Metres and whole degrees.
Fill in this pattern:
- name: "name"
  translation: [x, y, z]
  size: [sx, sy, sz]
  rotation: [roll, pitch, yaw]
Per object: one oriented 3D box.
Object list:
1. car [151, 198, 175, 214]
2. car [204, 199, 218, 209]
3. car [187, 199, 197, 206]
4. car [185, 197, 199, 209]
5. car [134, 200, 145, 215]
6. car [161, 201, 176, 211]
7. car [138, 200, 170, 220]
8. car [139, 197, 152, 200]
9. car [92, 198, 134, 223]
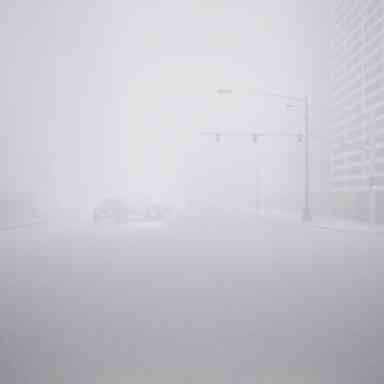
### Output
- name: "car"
  translation: [-3.604, 1.828, 41.790]
  size: [2.097, 1.767, 4.553]
  rotation: [0, -1, 0]
- name: "car"
  translation: [3.585, 2.205, 59.773]
  size: [1.812, 1.442, 4.674]
  rotation: [0, -1, 0]
- name: "car"
  translation: [-0.013, 2.172, 69.532]
  size: [1.994, 1.385, 4.181]
  rotation: [0, -1, 0]
- name: "car"
  translation: [-0.011, 1.891, 58.863]
  size: [2.150, 2.045, 5.566]
  rotation: [0, -1, 0]
- name: "car"
  translation: [-7.108, 2.002, 39.907]
  size: [2.033, 1.411, 5.357]
  rotation: [0, -1, 0]
- name: "car"
  translation: [-3.597, 2.151, 51.600]
  size: [1.994, 1.385, 4.181]
  rotation: [0, -1, 0]
- name: "car"
  translation: [-3.607, 1.863, 32.572]
  size: [2.128, 1.511, 4.902]
  rotation: [0, -1, 0]
- name: "car"
  translation: [-7.098, 1.795, 50.434]
  size: [2.150, 2.045, 5.566]
  rotation: [0, -1, 0]
- name: "car"
  translation: [-7.089, 1.560, 29.660]
  size: [2.150, 2.045, 5.566]
  rotation: [0, -1, 2]
